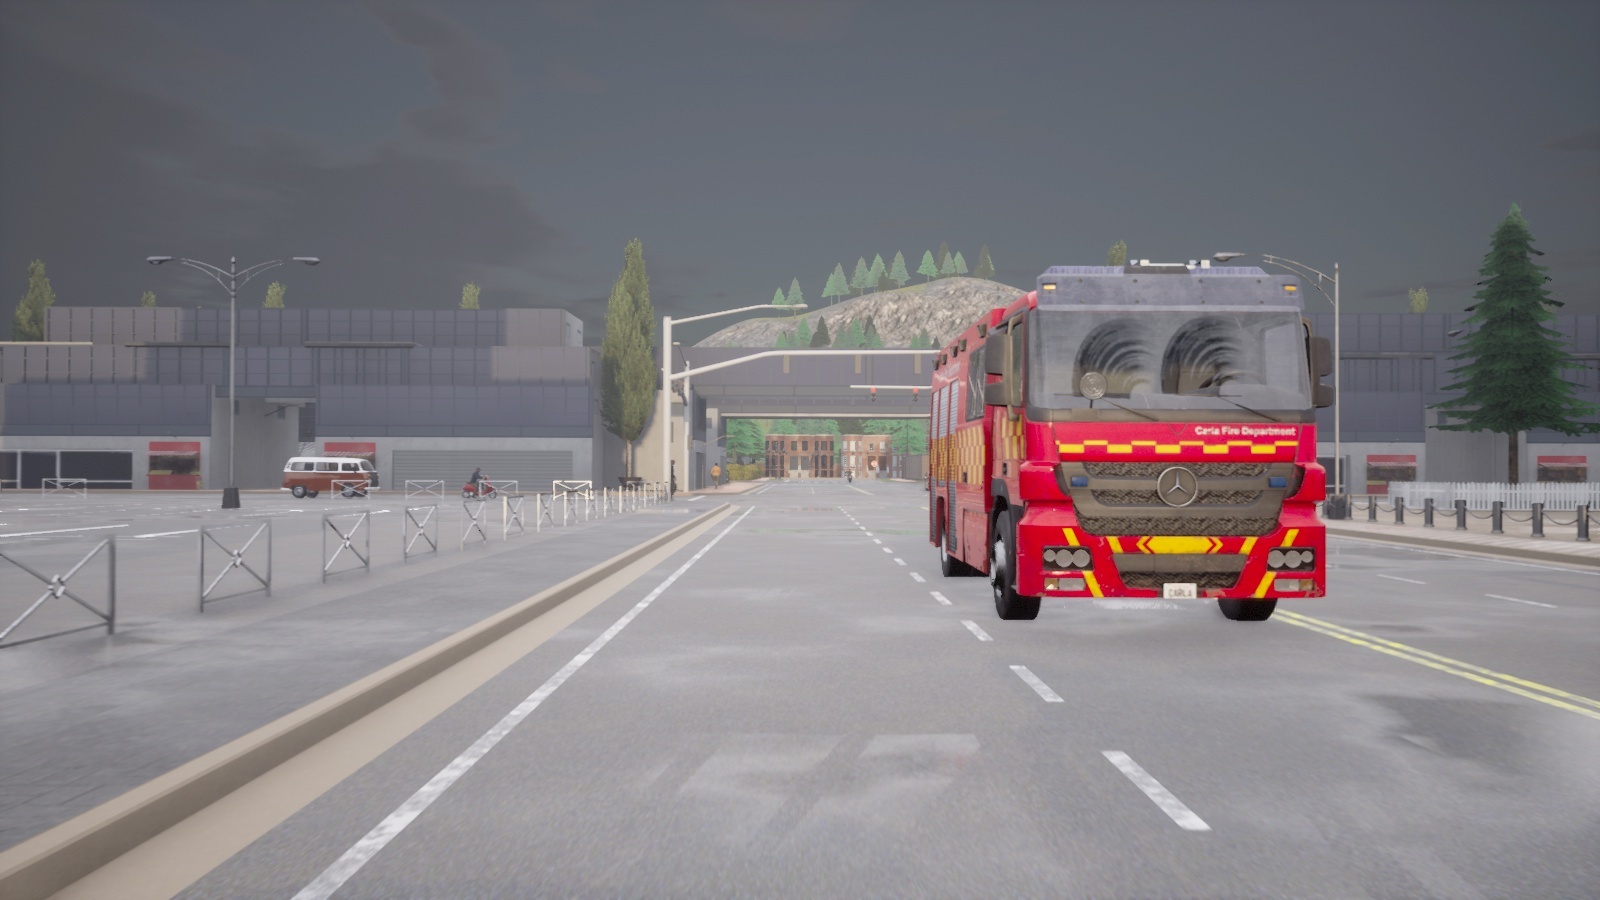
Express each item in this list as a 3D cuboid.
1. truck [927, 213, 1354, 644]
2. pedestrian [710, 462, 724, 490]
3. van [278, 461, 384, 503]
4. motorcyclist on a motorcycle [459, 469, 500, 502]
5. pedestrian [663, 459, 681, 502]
[{"bbox_3d":[3.459,-0.136,15.420,2.891,3.827,8.468,0,-1,0],"label":"truck"},{"bbox_3d":[-5.704,1.781,86.000,0.874,1.855,0.900,0,-1,0],"label":"pedestrian"},{"bbox_3d":[-23.218,1.561,62.312,4.480,2.038,2.069,0,-1,1],"label":"van"},{"bbox_3d":[-15.856,1.759,62.136,1.817,1.590,0.866,0,-1,1],"label":"motorcyclist on a motorcycle"},{"bbox_3d":[-5.496,1.302,54.055,0.726,1.842,0.402,0,-1,3],"label":"pedestrian"}]
